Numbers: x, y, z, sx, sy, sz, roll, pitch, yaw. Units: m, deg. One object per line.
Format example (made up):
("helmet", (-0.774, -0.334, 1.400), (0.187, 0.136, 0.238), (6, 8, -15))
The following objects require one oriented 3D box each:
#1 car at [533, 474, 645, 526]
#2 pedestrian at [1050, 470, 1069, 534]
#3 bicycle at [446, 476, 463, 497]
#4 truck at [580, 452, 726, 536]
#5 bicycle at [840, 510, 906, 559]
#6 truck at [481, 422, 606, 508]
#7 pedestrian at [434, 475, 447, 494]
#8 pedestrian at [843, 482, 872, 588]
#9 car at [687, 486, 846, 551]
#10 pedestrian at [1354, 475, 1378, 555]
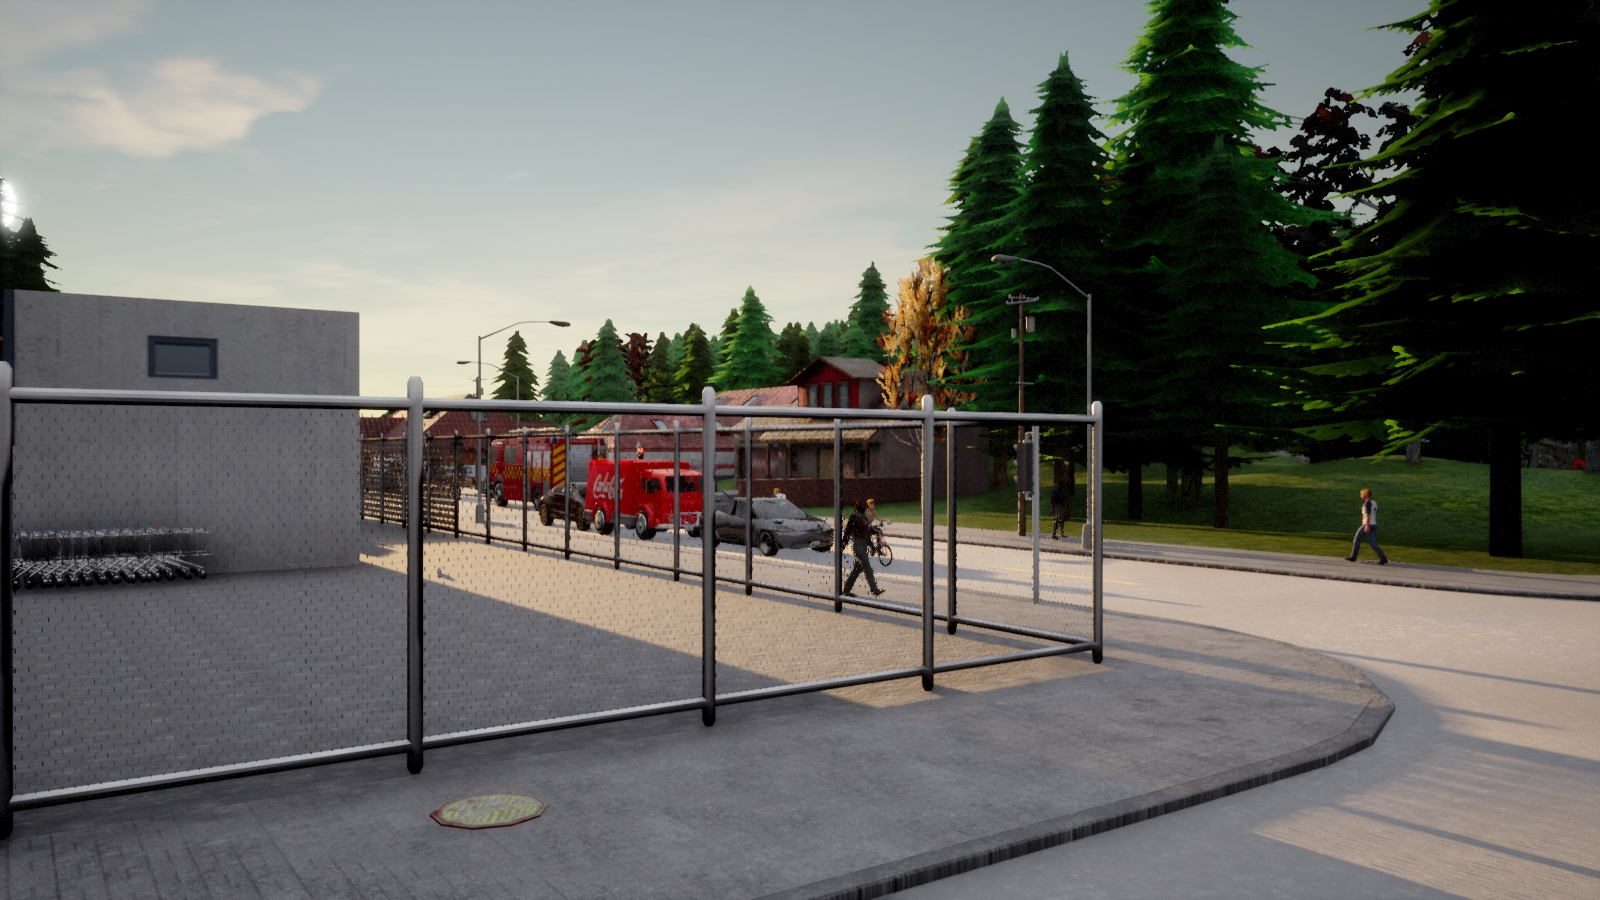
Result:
("car", (-7.756, 1.772, 41.538), (2.152, 1.651, 5.027), (0, 0, -34))
("pedestrian", (7.646, 1.520, 33.651), (0.375, 1.860, 0.375), (0, 0, -39))
("bicycle", (-19.316, 2.033, 63.874), (0.859, 1.080, 1.487), (0, 0, -19))
("truck", (-4.910, 1.336, 37.383), (2.627, 2.467, 5.204), (0, 0, -35))
("bicycle", (1.773, 2.033, 27.810), (0.859, 1.080, 1.487), (0, 0, -35))
("truck", (-12.545, 0.667, 55.259), (2.891, 3.827, 8.468), (0, 0, -35))
("pedestrian", (-21.101, 2.005, 67.043), (0.500, 1.100, 0.500), (0, 0, 31))
("pedestrian", (1.036, 1.514, 20.514), (0.375, 1.860, 0.375), (0, 0, 38))
("car", (-1.029, 1.840, 31.812), (2.163, 1.488, 4.792), (0, 0, -35))
("pedestrian", (13.297, 1.520, 26.846), (0.375, 1.860, 0.375), (0, 0, -38))
